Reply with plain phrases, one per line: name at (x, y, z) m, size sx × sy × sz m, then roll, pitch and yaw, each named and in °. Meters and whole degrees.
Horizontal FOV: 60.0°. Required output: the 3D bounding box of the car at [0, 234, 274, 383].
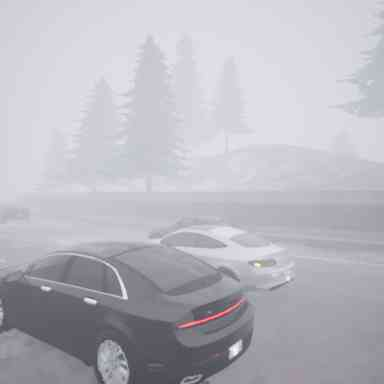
car at (-1.442, 1.532, 5.219) m, size 4.892 × 1.490 × 1.837 m, roll 0°, pitch 0°, yaw 37°

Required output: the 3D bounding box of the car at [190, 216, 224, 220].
car at (0.234, 1.626, 12.805) m, size 4.181 × 1.385 × 1.994 m, roll 0°, pitch 0°, yaw 39°

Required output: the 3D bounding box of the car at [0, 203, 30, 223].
car at (-14.696, 1.619, 26.913) m, size 1.882 × 1.535 × 5.008 m, roll 0°, pitch 0°, yaw -42°

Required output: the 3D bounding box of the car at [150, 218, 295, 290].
car at (0.177, 1.567, 8.376) m, size 4.674 × 1.442 × 1.812 m, roll 0°, pitch 0°, yaw 37°
